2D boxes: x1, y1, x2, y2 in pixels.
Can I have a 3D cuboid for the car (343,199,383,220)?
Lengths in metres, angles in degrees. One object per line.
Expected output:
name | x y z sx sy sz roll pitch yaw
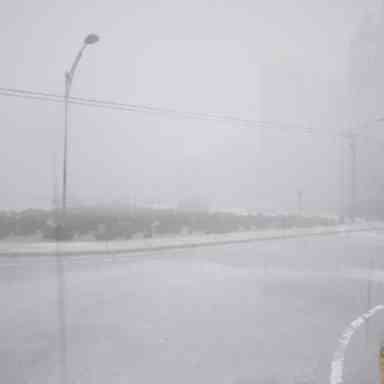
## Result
car | 18.560 1.747 34.278 2.150 2.045 5.566 1 0 -36

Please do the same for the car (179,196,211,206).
car | 0.366 1.767 46.158 4.611 1.667 2.242 1 0 -36

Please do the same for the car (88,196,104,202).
car | -22.095 1.587 76.427 4.193 1.474 1.816 1 0 -36

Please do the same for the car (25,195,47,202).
car | -31.842 1.382 67.949 3.905 1.438 1.784 1 0 -36

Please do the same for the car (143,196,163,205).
car | -7.582 1.806 64.242 2.033 1.411 5.357 1 0 -36

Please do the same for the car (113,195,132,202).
car | -13.760 1.474 65.813 3.866 1.878 1.905 1 0 -36

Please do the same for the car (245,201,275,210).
car | 9.523 1.975 46.693 1.812 1.442 4.674 1 0 -36

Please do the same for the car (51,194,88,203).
car | -18.571 1.291 49.803 4.605 1.855 1.932 1 0 -36

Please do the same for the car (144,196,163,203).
car | -8.219 1.600 71.074 1.882 1.535 5.008 1 0 -36
